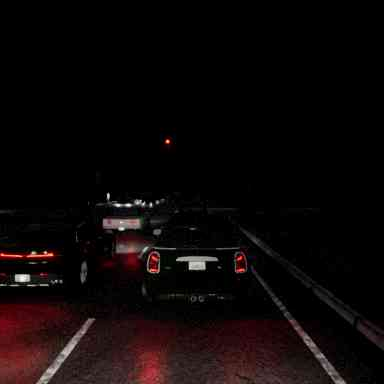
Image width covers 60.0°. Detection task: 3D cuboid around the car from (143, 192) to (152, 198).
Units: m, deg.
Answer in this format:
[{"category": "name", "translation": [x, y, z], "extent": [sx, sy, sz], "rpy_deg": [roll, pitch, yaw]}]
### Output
[{"category": "car", "translation": [-11.073, 0.750, 83.734], "extent": [1.812, 1.442, 4.674], "rpy_deg": [0, 1, -2]}]

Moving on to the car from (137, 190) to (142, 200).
[{"category": "car", "translation": [-10.685, 0.710, 63.287], "extent": [2.150, 2.045, 5.566], "rpy_deg": [0, 1, 0]}]

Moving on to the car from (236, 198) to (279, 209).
[{"category": "car", "translation": [7.621, 1.309, 38.881], "extent": [4.718, 1.301, 1.895], "rpy_deg": [0, 1, -3]}]

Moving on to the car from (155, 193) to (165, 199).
[{"category": "car", "translation": [-7.307, 0.871, 76.490], "extent": [2.033, 1.411, 5.357], "rpy_deg": [0, 1, -1]}]

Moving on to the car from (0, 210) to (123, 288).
[{"category": "car", "translation": [-3.415, 1.468, 9.120], "extent": [1.837, 1.490, 4.892], "rpy_deg": [0, 0, 0]}]

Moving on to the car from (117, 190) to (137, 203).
[{"category": "car", "translation": [-10.699, 0.929, 53.847], "extent": [2.097, 1.767, 4.553], "rpy_deg": [0, 0, 0]}]

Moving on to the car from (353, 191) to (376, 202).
[{"category": "car", "translation": [19.223, 0.924, 39.555], "extent": [5.566, 2.045, 2.150], "rpy_deg": [0, 0, -3]}]

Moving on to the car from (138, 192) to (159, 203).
[{"category": "car", "translation": [-7.204, 1.106, 55.995], "extent": [2.033, 1.411, 5.357], "rpy_deg": [0, 1, 0]}]

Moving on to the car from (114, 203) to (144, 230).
[{"category": "car", "translation": [-3.437, 1.487, 18.441], "extent": [1.895, 1.301, 4.718], "rpy_deg": [0, 0, 0]}]

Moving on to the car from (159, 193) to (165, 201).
[{"category": "car", "translation": [-7.176, 1.006, 66.063], "extent": [2.033, 1.411, 5.357], "rpy_deg": [0, 1, 1]}]

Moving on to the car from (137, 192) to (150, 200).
[{"category": "car", "translation": [-10.737, 0.895, 73.512], "extent": [2.128, 1.511, 4.902], "rpy_deg": [0, 1, -1]}]

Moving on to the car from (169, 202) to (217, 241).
[{"category": "car", "translation": [0.060, 1.388, 17.264], "extent": [2.128, 1.511, 4.902], "rpy_deg": [0, 0, 1]}]

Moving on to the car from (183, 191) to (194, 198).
[{"category": "car", "translation": [-0.686, 0.709, 86.072], "extent": [1.812, 1.442, 4.674], "rpy_deg": [0, 1, -4]}]

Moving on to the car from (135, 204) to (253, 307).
[{"category": "car", "translation": [0.087, 1.323, 8.068], "extent": [2.097, 1.767, 4.553], "rpy_deg": [0, 0, 0]}]

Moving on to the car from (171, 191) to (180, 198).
[{"category": "car", "translation": [-4.146, 0.683, 85.372], "extent": [1.882, 1.535, 5.008], "rpy_deg": [0, 1, -4]}]
